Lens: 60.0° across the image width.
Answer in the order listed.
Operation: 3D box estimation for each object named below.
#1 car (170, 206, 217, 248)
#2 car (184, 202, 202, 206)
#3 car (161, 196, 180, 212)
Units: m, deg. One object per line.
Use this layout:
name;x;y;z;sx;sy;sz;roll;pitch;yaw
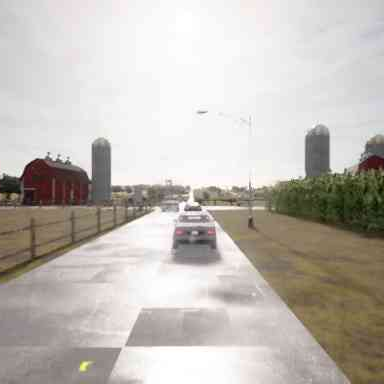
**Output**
car;0.100;1.580;14.925;2.033;1.411;5.357;0;0;0
car;0.095;1.743;34.747;1.895;1.301;4.718;0;0;0
car;-2.755;1.522;43.046;2.150;2.045;5.566;0;-1;0
